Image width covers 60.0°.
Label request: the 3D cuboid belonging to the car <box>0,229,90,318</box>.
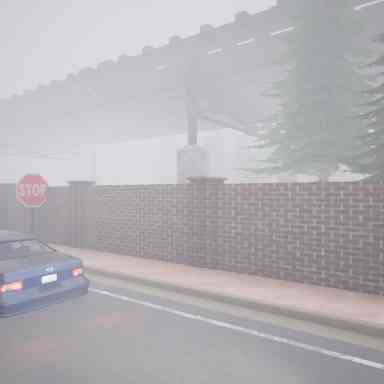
[{"bbox_3d":[-4.519,1.547,7.220,5.357,1.411,2.033,0,0,35],"label":"car"}]
